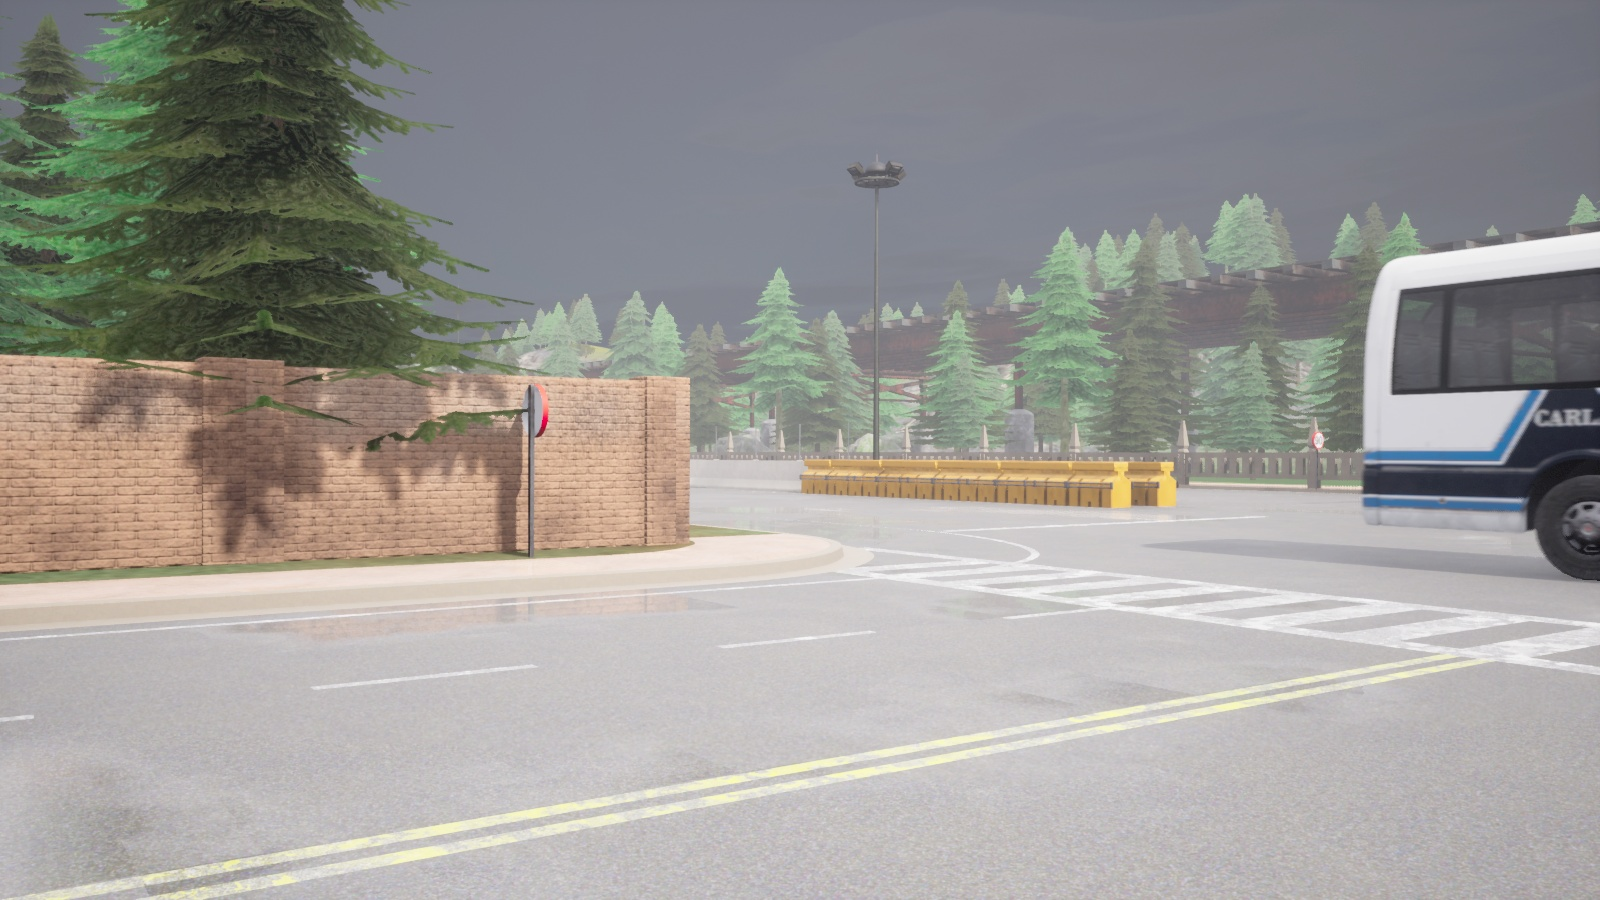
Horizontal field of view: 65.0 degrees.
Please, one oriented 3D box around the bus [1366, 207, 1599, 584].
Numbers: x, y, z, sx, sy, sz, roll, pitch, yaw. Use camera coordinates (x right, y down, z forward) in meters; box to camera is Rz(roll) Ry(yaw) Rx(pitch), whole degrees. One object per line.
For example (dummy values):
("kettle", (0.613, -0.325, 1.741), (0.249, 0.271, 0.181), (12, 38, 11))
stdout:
("bus", (11.987, -0.624, 13.408), (3.944, 4.253, 10.273), (0, 0, -35))
